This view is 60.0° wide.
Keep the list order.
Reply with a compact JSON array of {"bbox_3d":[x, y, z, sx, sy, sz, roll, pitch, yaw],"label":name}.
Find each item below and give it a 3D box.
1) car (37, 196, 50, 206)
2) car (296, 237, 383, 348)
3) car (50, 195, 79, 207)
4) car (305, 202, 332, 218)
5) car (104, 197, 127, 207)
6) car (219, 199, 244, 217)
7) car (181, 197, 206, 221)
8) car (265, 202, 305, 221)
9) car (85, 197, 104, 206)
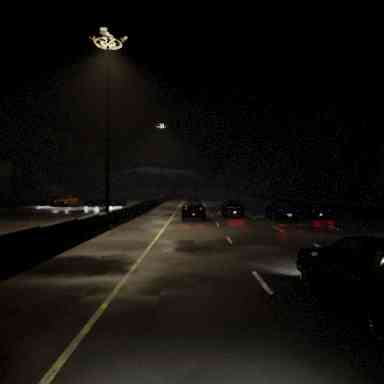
[{"bbox_3d":[-21.001,1.300,48.797,1.994,1.385,4.181,0,1,1],"label":"car"},{"bbox_3d":[3.604,1.562,6.207,2.033,1.411,5.357,0,0,0],"label":"car"},{"bbox_3d":[-17.518,1.242,46.639,1.882,1.535,5.008,0,0,0],"label":"car"},{"bbox_3d":[10.621,1.545,29.567,1.895,1.301,4.718,0,0,0],"label":"car"},{"bbox_3d":[-10.518,1.328,46.749,1.994,1.385,4.181,0,1,1],"label":"car"},{"bbox_3d":[3.621,1.441,30.504,1.837,1.490,4.892,0,0,0],"label":"car"},{"bbox_3d":[0.119,1.452,27.240,2.128,1.511,4.902,0,0,0],"label":"car"},{"bbox_3d":[7.105,1.491,26.496,1.812,1.442,4.674,0,0,0],"label":"car"},{"bbox_3d":[-14.004,1.344,48.221,1.895,1.301,4.718,0,1,1],"label":"car"}]
